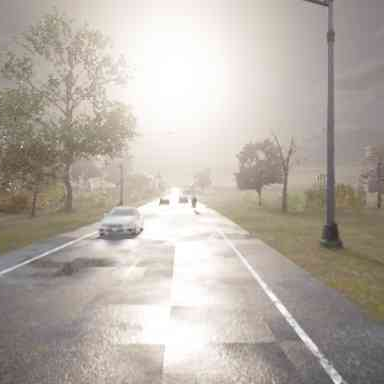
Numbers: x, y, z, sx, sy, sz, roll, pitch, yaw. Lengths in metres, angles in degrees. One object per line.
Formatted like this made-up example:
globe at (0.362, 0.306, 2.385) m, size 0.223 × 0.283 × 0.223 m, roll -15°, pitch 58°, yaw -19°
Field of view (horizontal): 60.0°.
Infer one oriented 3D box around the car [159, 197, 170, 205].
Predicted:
car at (-4.841, 1.593, 58.879) m, size 1.895 × 1.301 × 4.718 m, roll 0°, pitch 0°, yaw -2°

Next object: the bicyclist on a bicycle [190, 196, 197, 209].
bicyclist on a bicycle at (0.358, 1.365, 39.822) m, size 0.659 × 1.776 × 1.843 m, roll 0°, pitch 0°, yaw -2°

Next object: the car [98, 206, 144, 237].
car at (-3.741, 1.526, 18.275) m, size 1.812 × 1.442 × 4.674 m, roll 0°, pitch 0°, yaw -1°

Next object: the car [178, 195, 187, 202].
car at (-2.288, 1.521, 79.597) m, size 2.033 × 1.411 × 5.357 m, roll 0°, pitch 0°, yaw -3°

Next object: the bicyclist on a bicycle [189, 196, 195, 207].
bicyclist on a bicycle at (0.051, 1.429, 49.875) m, size 0.866 × 1.612 × 1.509 m, roll 0°, pitch 0°, yaw -2°

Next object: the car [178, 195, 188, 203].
car at (-1.781, 1.539, 69.366) m, size 1.994 × 1.385 × 4.181 m, roll 0°, pitch 0°, yaw -3°
